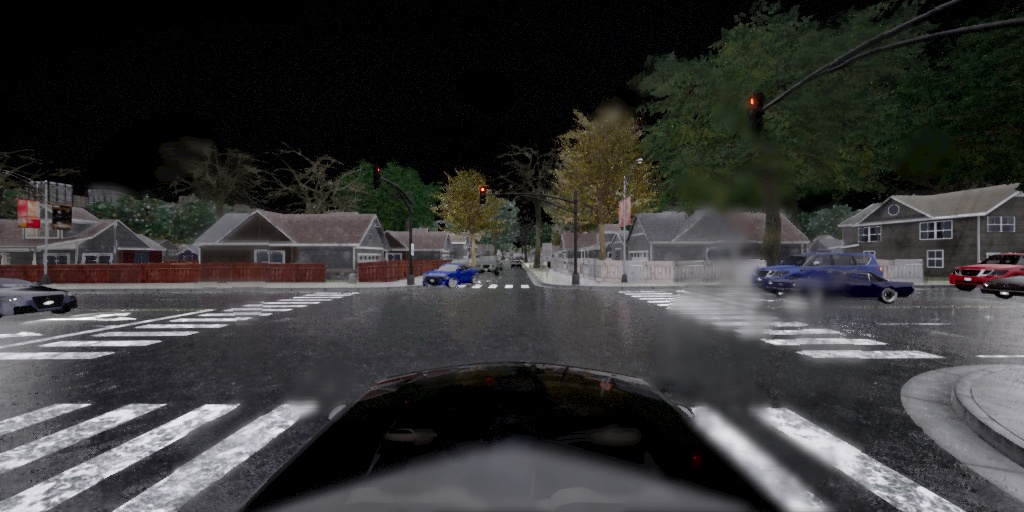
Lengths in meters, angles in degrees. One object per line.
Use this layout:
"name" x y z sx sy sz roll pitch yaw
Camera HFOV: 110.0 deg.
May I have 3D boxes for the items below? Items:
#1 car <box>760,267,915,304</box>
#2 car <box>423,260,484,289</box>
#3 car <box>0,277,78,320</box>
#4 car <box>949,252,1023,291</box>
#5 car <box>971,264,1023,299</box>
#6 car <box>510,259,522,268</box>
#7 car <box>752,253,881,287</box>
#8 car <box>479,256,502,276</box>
"car" 13.555 1.260 15.060 4.718 1.301 1.895 0 0 1
"car" -3.938 1.235 23.881 1.882 1.535 5.008 1 0 20
"car" -17.591 1.410 12.124 4.181 1.385 1.994 0 0 1
"car" 25.851 0.811 18.107 5.566 2.045 2.150 0 0 1
"car" 23.205 1.153 14.903 5.357 1.411 2.033 0 0 1
"car" 0.741 1.299 61.404 1.837 1.490 4.892 0 0 1
"car" 15.485 0.868 18.291 5.566 2.045 2.150 0 0 1
"car" -2.468 0.987 37.559 2.150 2.045 5.566 0 0 1
